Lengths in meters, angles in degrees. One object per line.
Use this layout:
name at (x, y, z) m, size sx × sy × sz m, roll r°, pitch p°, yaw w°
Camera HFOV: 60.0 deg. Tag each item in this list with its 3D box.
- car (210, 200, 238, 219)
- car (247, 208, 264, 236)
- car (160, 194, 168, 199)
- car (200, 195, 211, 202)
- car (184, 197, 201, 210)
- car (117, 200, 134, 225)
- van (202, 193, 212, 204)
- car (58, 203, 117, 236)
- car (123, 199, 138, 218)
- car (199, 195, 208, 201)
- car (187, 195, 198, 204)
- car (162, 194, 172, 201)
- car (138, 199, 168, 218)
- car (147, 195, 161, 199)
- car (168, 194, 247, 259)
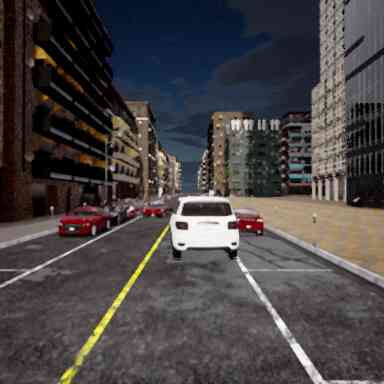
car at (2.692, 1.473, 29.122) m, size 2.008 × 1.369 × 4.403 m, roll 1°, pitch 0°, yaw 0°
car at (2.695, 1.497, 17.983) m, size 1.887 × 1.381 × 4.507 m, roll 1°, pitch 0°, yaw 0°
car at (-5.700, 1.291, 56.969) m, size 1.967 × 1.590 × 4.097 m, roll 1°, pitch 0°, yaw 0°
car at (2.763, 1.366, 68.821) m, size 1.887 × 1.381 × 4.507 m, roll 1°, pitch 0°, yaw 0°
car at (0.088, 1.438, 41.462) m, size 2.033 × 1.411 × 5.357 m, roll 0°, pitch 0°, yaw 0°
car at (-5.687, 1.503, 23.552) m, size 1.947 × 1.339 × 4.313 m, roll 1°, pitch 0°, yaw 0°
van at (2.713, 1.184, 60.359) m, size 1.690 × 1.788 × 3.998 m, roll 1°, pitch 0°, yaw 0°
car at (-5.685, 1.496, 17.982) m, size 1.887 × 1.381 × 4.507 m, roll 1°, pitch 0°, yaw 0°
car at (-5.687, 1.362, 29.121) m, size 1.967 × 1.590 × 4.097 m, roll 1°, pitch 0°, yaw 0°
car at (2.806, 1.347, 79.251) m, size 2.008 × 1.369 × 4.403 m, roll 1°, pitch 0°, yaw 0°
car at (0.077, 1.372, 59.066) m, size 1.812 × 1.442 × 4.674 m, roll 0°, pitch 0°, yaw 0°
car at (-5.831, 1.242, 77.012) m, size 1.967 × 1.590 × 4.097 m, roll 1°, pitch 0°, yaw 0°
car at (-3.108, 1.524, 28.686) m, size 1.895 × 1.301 × 4.718 m, roll 0°, pitch 0°, yaw 0°
car at (-5.694, 1.462, 45.830) m, size 1.802 × 1.307 × 4.206 m, roll 1°, pitch 0°, yaw 0°
car at (0.301, 1.185, 12.618) m, size 2.150 × 2.045 × 5.566 m, roll 0°, pitch 0°, yaw -4°
